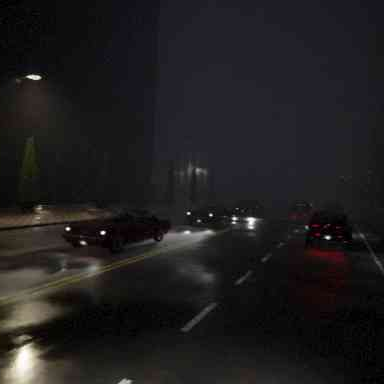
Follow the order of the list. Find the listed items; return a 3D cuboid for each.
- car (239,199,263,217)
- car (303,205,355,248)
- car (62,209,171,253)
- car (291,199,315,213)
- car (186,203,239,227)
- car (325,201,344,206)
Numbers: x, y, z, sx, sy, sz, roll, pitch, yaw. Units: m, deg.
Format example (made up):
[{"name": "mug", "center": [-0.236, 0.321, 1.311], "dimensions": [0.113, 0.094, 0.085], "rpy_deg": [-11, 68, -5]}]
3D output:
[{"name": "car", "center": [5.352, 1.411, 31.023], "dimensions": [1.837, 1.490, 4.892], "rpy_deg": [3, 1, 24]}, {"name": "car", "center": [6.544, 1.624, 15.839], "dimensions": [1.837, 1.490, 4.892], "rpy_deg": [3, 1, 24]}, {"name": "car", "center": [-2.638, 1.358, 12.794], "dimensions": [1.895, 1.301, 4.718], "rpy_deg": [3, 1, 24]}, {"name": "car", "center": [12.792, 1.634, 38.859], "dimensions": [2.128, 1.511, 4.902], "rpy_deg": [3, 1, 24]}, {"name": "car", "center": [1.316, 1.432, 21.835], "dimensions": [1.895, 1.301, 4.718], "rpy_deg": [3, 1, 24]}, {"name": "car", "center": [16.939, 1.788, 39.668], "dimensions": [1.882, 1.535, 5.008], "rpy_deg": [3, 1, 24]}]
